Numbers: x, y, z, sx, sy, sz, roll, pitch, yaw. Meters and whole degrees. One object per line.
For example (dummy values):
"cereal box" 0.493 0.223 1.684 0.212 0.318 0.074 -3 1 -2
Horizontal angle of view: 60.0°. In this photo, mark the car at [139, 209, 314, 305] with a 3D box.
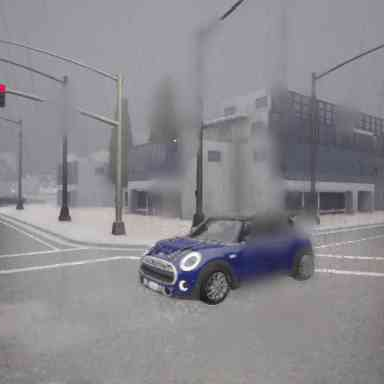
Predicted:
"car" 0.990 1.353 8.241 4.553 1.767 2.097 0 0 -37

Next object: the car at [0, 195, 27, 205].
"car" -29.638 1.397 54.660 2.128 1.511 4.902 1 0 32
